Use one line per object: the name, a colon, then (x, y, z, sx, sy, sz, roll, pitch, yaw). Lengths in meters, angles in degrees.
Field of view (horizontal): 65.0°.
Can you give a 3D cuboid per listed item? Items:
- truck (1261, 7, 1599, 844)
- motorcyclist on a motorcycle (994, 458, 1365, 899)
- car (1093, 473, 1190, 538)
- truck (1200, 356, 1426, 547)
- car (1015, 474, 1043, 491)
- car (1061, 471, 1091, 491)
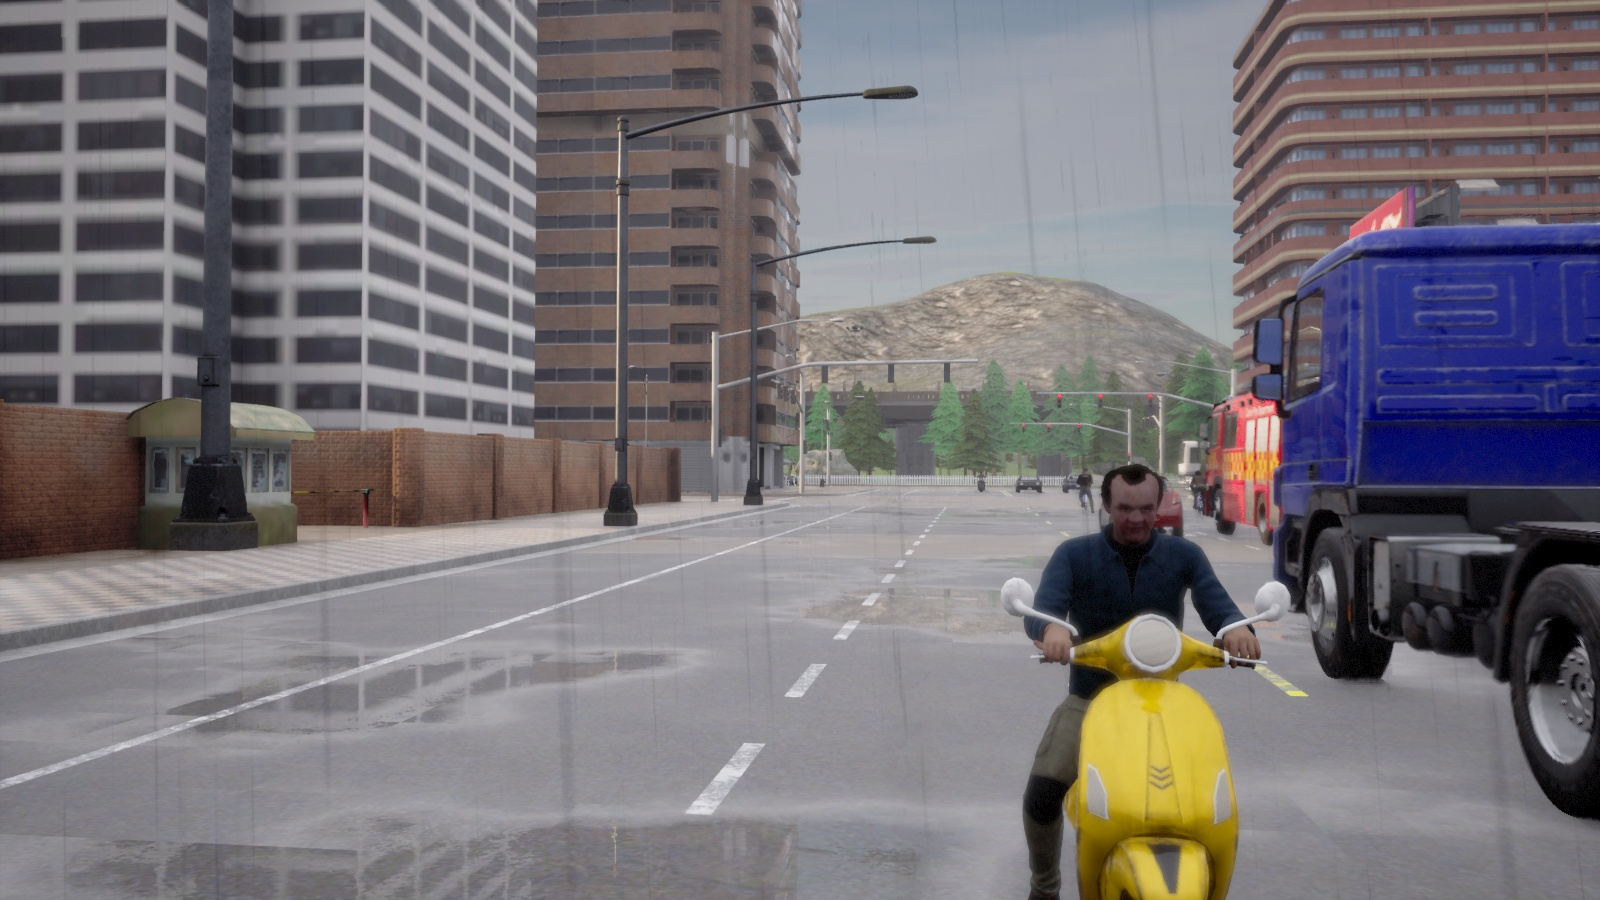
truck: (5.037, -0.068, 7.131, 2.891, 3.462, 7.936, 0, -1, 8)
motorcyclist on a motorcycle: (1.080, 0.831, 4.042, 0.866, 1.590, 1.817, 0, -1, 8)
car: (8.376, 1.315, 31.059, 1.845, 1.501, 3.633, 0, -1, 8)
truck: (11.698, 0.099, 29.594, 2.891, 3.827, 8.468, 0, -1, 8)
car: (17.225, 2.431, 94.614, 1.895, 1.301, 4.718, 0, -1, 8)
car: (20.738, 2.328, 94.468, 1.816, 1.474, 4.193, 0, -1, 8)
